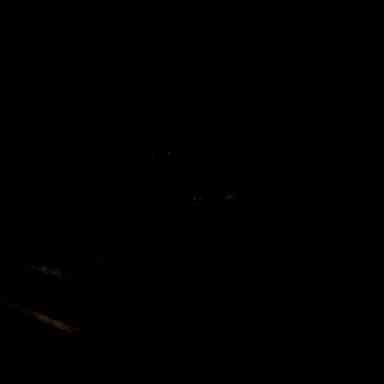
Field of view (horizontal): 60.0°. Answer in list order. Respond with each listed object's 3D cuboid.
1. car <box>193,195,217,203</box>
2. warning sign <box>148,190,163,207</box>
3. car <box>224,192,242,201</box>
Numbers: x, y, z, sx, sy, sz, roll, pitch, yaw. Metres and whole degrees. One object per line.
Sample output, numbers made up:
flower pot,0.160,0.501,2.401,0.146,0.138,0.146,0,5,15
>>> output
car,2.135,1.046,52.023,1.895,1.301,4.718,0,1,31
warning sign,-4.027,0.664,37.036,1.300,1.860,1.060,0,0,31
car,7.779,0.745,61.514,2.097,1.767,4.553,0,0,31
